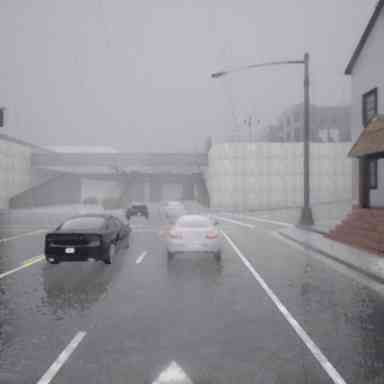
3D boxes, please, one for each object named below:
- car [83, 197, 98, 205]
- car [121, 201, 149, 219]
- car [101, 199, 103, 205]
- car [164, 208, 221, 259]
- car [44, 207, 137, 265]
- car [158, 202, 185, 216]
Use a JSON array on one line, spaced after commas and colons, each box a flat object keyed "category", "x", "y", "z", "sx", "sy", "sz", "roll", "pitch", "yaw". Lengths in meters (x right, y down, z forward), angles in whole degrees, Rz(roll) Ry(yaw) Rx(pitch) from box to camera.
[{"category": "car", "x": -18.559, "y": 1.641, "z": 60.940, "sx": 2.128, "sy": 1.511, "sz": 4.902, "roll": 0, "pitch": 0, "yaw": -1}, {"category": "car", "x": -5.093, "y": 1.576, "z": 29.624, "sx": 1.837, "sy": 1.490, "sz": 4.892, "roll": 1, "pitch": 0, "yaw": -18}, {"category": "car", "x": -15.054, "y": 1.499, "z": 60.594, "sx": 2.097, "sy": 1.767, "sz": 4.553, "roll": 0, "pitch": 0, "yaw": -1}, {"category": "car", "x": 0.074, "y": 1.557, "z": 12.683, "sx": 1.812, "sy": 1.442, "sz": 4.674, "roll": 0, "pitch": 0, "yaw": 0}, {"category": "car", "x": -3.427, "y": 1.507, "z": 11.852, "sx": 1.882, "sy": 1.535, "sz": 5.008, "roll": 0, "pitch": 0, "yaw": 0}, {"category": "car", "x": -1.791, "y": 1.606, "z": 30.282, "sx": 1.812, "sy": 1.442, "sz": 4.674, "roll": 0, "pitch": 0, "yaw": -18}]
